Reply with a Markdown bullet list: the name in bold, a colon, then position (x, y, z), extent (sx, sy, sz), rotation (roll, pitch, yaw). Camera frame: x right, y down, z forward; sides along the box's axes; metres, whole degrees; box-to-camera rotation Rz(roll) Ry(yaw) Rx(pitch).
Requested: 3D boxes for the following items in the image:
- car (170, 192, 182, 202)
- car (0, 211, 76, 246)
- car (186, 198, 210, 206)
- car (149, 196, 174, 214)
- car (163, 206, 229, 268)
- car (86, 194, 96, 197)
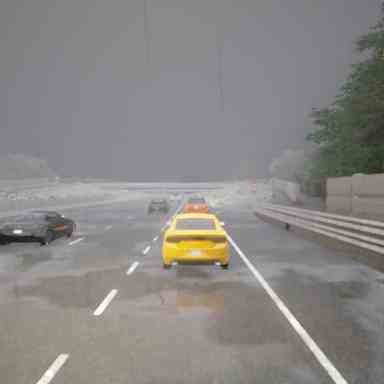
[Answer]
- **car**: position (-3.405, 1.087, 70.077), extent (2.150, 2.045, 5.566), rotation (0, 0, 0)
- **car**: position (-6.872, 1.539, 15.145), extent (1.994, 1.385, 4.181), rotation (0, 0, 0)
- **car**: position (0.524, 1.305, 29.174), extent (2.097, 1.767, 4.553), rotation (0, 0, 4)
- **car**: position (-3.400, 1.436, 34.879), extent (2.128, 1.511, 4.902), rotation (0, 0, 0)
- **car**: position (0.116, 1.459, 11.242), extent (1.882, 1.535, 5.008), rotation (0, 0, 0)
- **car**: position (-24.452, 1.300, 80.035), extent (1.812, 1.442, 4.674), rotation (0, 0, 0)
